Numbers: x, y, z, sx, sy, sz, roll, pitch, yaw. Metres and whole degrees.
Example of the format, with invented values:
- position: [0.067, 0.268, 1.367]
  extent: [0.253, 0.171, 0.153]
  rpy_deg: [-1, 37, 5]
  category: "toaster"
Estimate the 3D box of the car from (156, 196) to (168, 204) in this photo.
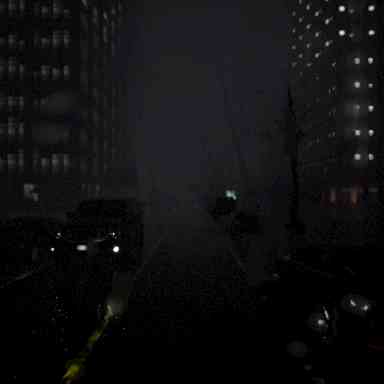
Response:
- position: [-5.618, 1.530, 62.961]
  extent: [1.947, 1.339, 4.313]
  rpy_deg: [0, 0, 0]
  category: "car"

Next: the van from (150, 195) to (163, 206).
- position: [-5.628, 1.311, 51.582]
  extent: [1.690, 1.788, 3.998]
  rpy_deg: [0, 0, 0]
  category: "van"

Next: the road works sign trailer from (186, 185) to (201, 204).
- position: [0.092, 0.429, 63.896]
  extent: [2.380, 3.560, 2.880]
  rpy_deg: [0, 0, 0]
  category: "road works sign trailer"

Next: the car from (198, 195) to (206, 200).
- position: [2.793, 1.506, 91.375]
  extent: [2.008, 1.369, 4.403]
  rpy_deg: [0, 0, 0]
  category: "car"

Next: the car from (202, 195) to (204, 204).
- position: [2.745, 1.500, 46.034]
  extent: [1.752, 1.417, 4.829]
  rpy_deg: [0, 0, 0]
  category: "car"

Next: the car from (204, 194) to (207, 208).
- position: [2.734, 1.296, 34.486]
  extent: [2.192, 1.841, 5.009]
  rpy_deg: [0, 0, 0]
  category: "car"

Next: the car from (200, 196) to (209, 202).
- position: [2.775, 1.512, 74.309]
  extent: [2.008, 1.369, 4.403]
  rpy_deg: [0, 0, 0]
  category: "car"

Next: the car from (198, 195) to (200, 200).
- position: [2.763, 1.517, 62.931]
  extent: [2.008, 1.369, 4.403]
  rpy_deg: [0, 0, 0]
  category: "car"

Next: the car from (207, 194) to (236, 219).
- position: [2.728, 1.299, 28.797]
  extent: [2.192, 1.841, 5.009]
  rpy_deg: [0, 0, 0]
  category: "car"

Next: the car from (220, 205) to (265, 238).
- position: [2.713, 1.572, 17.419]
  extent: [1.802, 1.307, 4.206]
  rpy_deg: [0, 0, 0]
  category: "car"

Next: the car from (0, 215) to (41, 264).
- position: [-5.682, 1.537, 11.760]
  extent: [1.887, 1.381, 4.507]
  rpy_deg: [1, 0, 0]
  category: "car"

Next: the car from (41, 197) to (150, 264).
- position: [-3.079, 1.215, 12.104]
  extent: [2.150, 2.045, 5.566]
  rpy_deg: [0, 0, 0]
  category: "car"

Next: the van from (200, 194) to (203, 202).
- position: [2.759, 1.310, 57.242]
  extent: [1.690, 1.788, 3.998]
  rpy_deg: [0, 0, 0]
  category: "van"

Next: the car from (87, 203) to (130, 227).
- position: [-5.661, 1.551, 23.136]
  extent: [1.947, 1.339, 4.313]
  rpy_deg: [1, 0, 0]
  category: "car"

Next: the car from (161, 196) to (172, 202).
- position: [-5.605, 1.510, 74.339]
  extent: [2.008, 1.369, 4.403]
  rpy_deg: [0, 0, 0]
  category: "car"

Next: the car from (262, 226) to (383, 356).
- position: [2.767, 1.563, 6.042]
  extent: [1.947, 1.339, 4.313]
  rpy_deg: [0, 0, 0]
  category: "car"

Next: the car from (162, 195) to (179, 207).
- position: [-3.025, 1.571, 50.781]
  extent: [1.895, 1.301, 4.718]
  rpy_deg: [0, 0, 0]
  category: "car"

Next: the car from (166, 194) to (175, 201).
- position: [-5.592, 1.395, 85.717]
  extent: [1.967, 1.590, 4.097]
  rpy_deg: [0, 0, 0]
  category: "car"

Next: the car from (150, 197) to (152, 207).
- position: [-5.648, 1.545, 34.515]
  extent: [1.947, 1.339, 4.313]
  rpy_deg: [1, 0, 0]
  category: "car"
